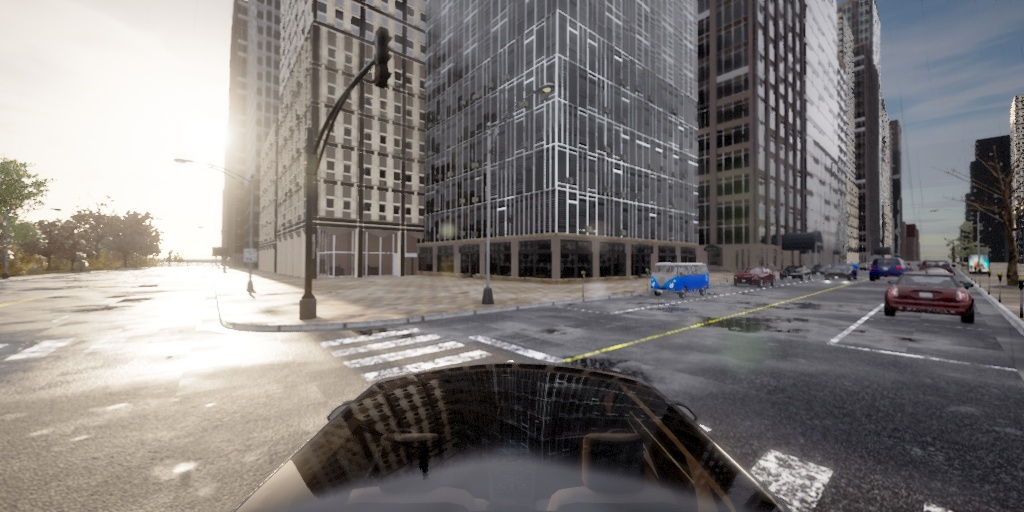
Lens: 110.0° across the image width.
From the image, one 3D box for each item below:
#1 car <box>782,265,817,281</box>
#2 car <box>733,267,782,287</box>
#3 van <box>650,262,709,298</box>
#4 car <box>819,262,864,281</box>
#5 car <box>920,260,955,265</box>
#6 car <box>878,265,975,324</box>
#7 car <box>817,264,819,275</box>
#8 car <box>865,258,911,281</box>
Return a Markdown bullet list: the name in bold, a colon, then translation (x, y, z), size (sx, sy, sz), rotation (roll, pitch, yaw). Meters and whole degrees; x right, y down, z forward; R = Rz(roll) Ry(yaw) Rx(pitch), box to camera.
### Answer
- **car**: translation (26.559, 1.552, 33.507), size (4.313, 1.339, 1.948), rotation (0, 0, -40)
- **car**: translation (17.788, 1.479, 26.262), size (4.507, 1.381, 1.888), rotation (0, 0, -40)
- **van**: translation (8.952, 1.224, 19.095), size (3.998, 1.789, 1.690), rotation (0, 0, -40)
- **car**: translation (30.983, 1.529, 33.683), size (5.357, 1.411, 2.033), rotation (0, -1, -40)
- **car**: translation (36.270, 1.262, 30.665), size (5.009, 1.841, 2.192), rotation (0, 0, -40)
- **car**: translation (14.434, 1.256, 12.439), size (4.097, 1.591, 1.967), rotation (0, 0, -40)
- **car**: translation (35.326, 1.604, 40.761), size (4.313, 1.339, 1.948), rotation (0, 0, -40)
- **car**: translation (33.262, 1.181, 31.581), size (5.566, 2.045, 2.150), rotation (0, -1, -39)
